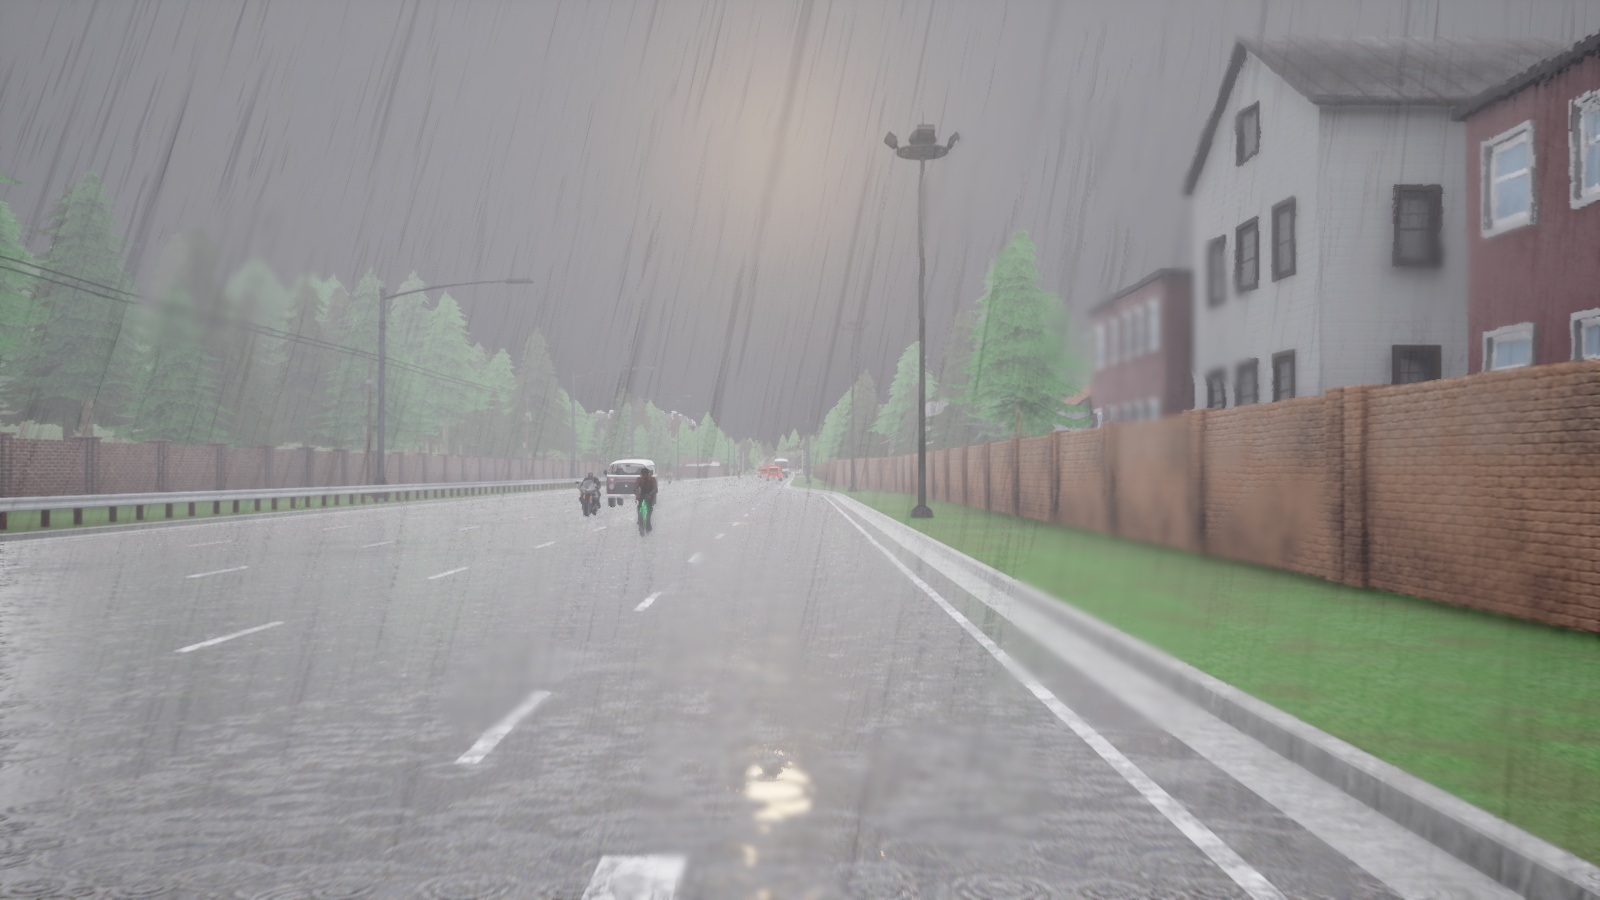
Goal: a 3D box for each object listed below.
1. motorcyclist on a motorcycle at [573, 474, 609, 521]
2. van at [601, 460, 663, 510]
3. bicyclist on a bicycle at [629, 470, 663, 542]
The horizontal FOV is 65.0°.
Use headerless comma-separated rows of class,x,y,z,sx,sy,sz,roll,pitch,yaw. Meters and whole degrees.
motorcyclist on a motorcycle,-7.115,1.593,42.782,0.866,1.530,2.191,0,-1,0
van,-7.149,1.468,53.922,2.069,2.038,4.480,0,-1,0
bicyclist on a bicycle,-3.577,1.270,29.234,0.582,1.620,1.656,0,-1,0
